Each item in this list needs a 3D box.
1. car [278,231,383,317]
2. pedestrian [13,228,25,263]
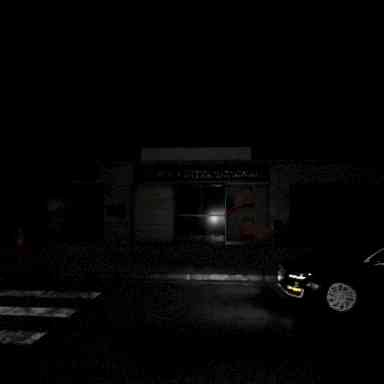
[{"bbox_3d":[4.290,1.560,6.856,4.892,1.490,1.837,0,-2,6],"label":"car"},{"bbox_3d":[-5.566,1.729,10.754,0.500,1.100,0.500,0,-1,6],"label":"pedestrian"}]
